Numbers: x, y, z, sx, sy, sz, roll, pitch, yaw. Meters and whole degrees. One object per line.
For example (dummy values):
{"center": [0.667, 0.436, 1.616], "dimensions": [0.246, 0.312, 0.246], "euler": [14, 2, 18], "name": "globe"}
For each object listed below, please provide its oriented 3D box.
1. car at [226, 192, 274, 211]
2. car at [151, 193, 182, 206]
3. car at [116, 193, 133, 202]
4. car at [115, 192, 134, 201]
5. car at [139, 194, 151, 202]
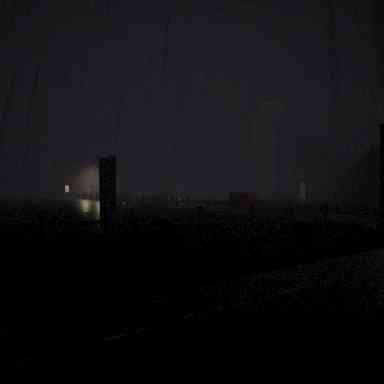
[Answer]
{"center": [5.849, 1.003, 34.299], "dimensions": [2.150, 2.045, 5.566], "euler": [-1, 1, -36], "name": "car"}
{"center": [-3.387, 0.982, 47.211], "dimensions": [2.097, 1.767, 4.553], "euler": [-1, 1, -36], "name": "car"}
{"center": [-12.629, 0.994, 60.262], "dimensions": [1.837, 1.490, 4.892], "euler": [-1, 1, -35], "name": "car"}
{"center": [-13.416, 0.878, 66.083], "dimensions": [1.882, 1.535, 5.008], "euler": [-1, 1, -36], "name": "car"}
{"center": [-7.590, 1.025, 58.025], "dimensions": [1.812, 1.442, 4.674], "euler": [-1, 1, -35], "name": "car"}
